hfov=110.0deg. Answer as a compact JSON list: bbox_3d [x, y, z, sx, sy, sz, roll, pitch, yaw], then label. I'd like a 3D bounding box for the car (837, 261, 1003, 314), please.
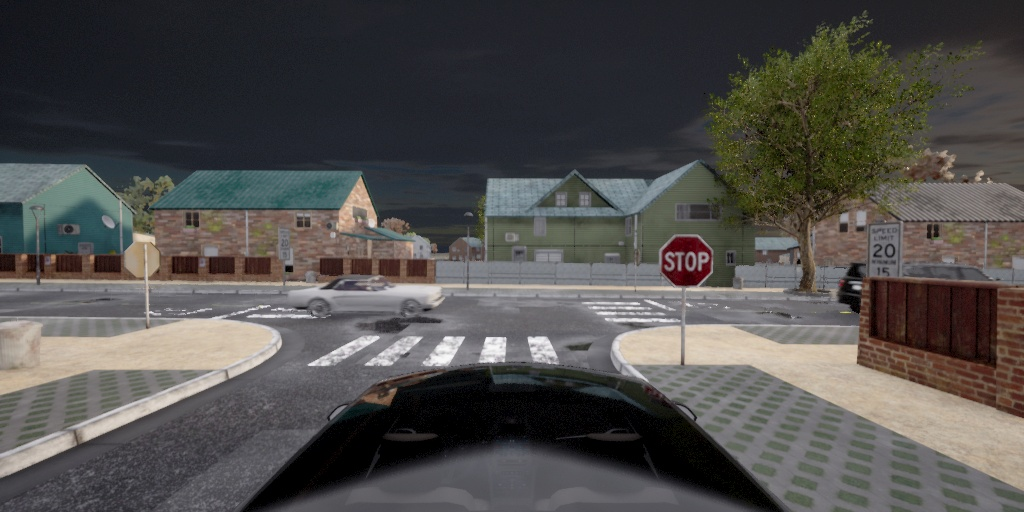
[{"bbox_3d":[14.739,1.237,12.569,5.566,2.045,2.150,1,1,-1],"label":"car"}]

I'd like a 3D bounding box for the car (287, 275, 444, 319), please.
[{"bbox_3d":[-4.765,1.331,12.245,4.718,1.301,1.895,1,1,-1],"label":"car"}]
